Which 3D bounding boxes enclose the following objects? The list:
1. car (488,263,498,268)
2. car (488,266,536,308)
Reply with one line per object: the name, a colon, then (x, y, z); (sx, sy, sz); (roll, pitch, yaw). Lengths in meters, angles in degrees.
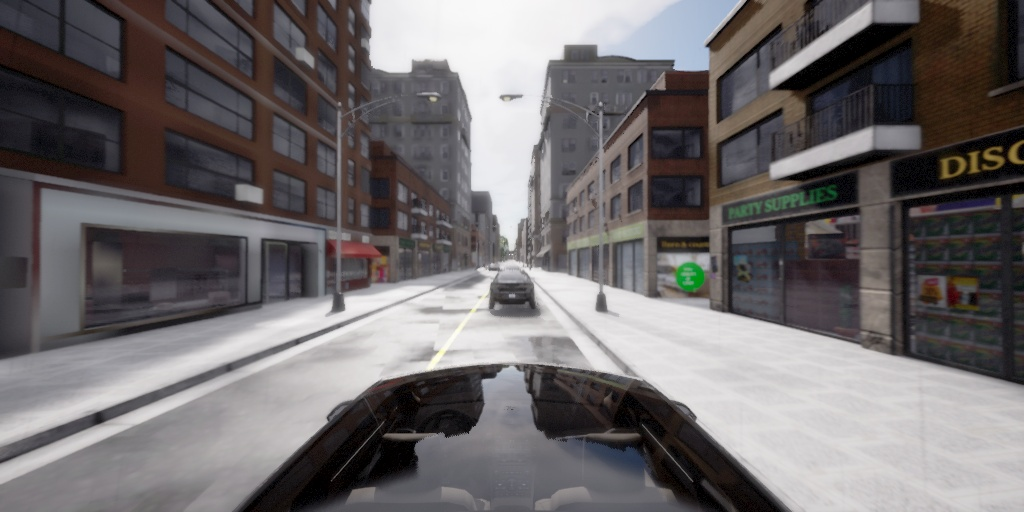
car: (-3.054, 1.963, 62.001); (1.994, 1.385, 4.181); (0, -1, 1)
car: (0.025, 1.376, 16.092); (1.882, 1.535, 5.008); (0, 0, 0)
